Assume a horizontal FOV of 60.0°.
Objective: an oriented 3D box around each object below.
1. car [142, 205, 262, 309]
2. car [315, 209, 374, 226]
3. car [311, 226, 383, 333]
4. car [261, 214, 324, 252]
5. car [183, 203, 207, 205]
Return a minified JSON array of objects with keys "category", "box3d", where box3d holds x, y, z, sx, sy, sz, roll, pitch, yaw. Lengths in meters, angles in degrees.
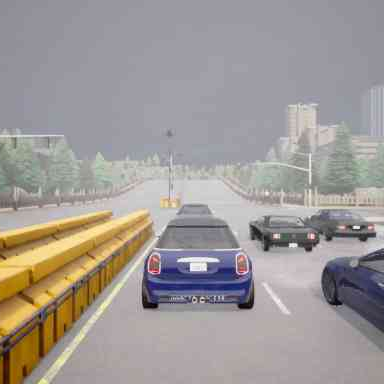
[{"category":"car","box3d":[0.117,1.352,8.032,2.097,1.767,4.553,0,0,0]},{"category":"car","box3d":[7.111,1.547,16.577,2.033,1.411,5.357,0,0,4]},{"category":"car","box3d":[3.614,1.526,5.064,1.812,1.442,4.674,0,0,0]},{"category":"car","box3d":[3.626,1.601,14.003,1.895,1.301,4.718,0,0,1]},{"category":"car","box3d":[0.135,1.352,16.968,2.097,1.767,4.553,0,0,0]}]
